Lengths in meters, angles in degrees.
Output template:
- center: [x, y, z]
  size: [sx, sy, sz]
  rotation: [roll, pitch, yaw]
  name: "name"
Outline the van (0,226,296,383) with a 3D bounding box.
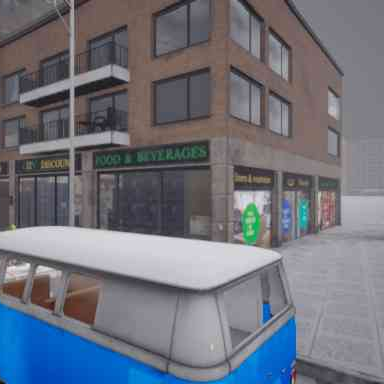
- center: [-0.943, 1.341, 3.533]
  size: [3.998, 1.788, 1.690]
  rotation: [0, 0, 36]
  name: "van"
